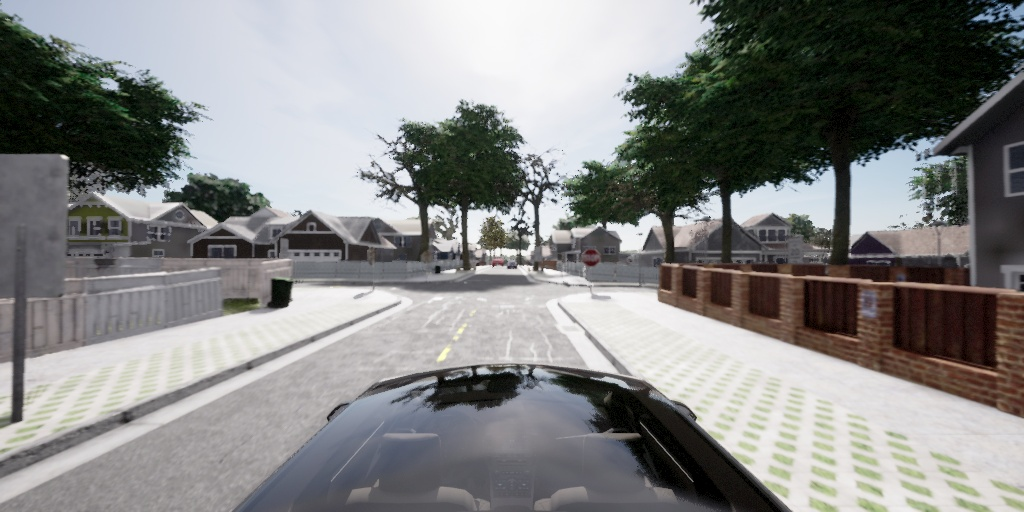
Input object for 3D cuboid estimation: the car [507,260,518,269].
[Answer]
[{"bbox_3d":[0.031,1.684,64.796,1.895,1.301,4.718,0,-1,0],"label":"car"}]
